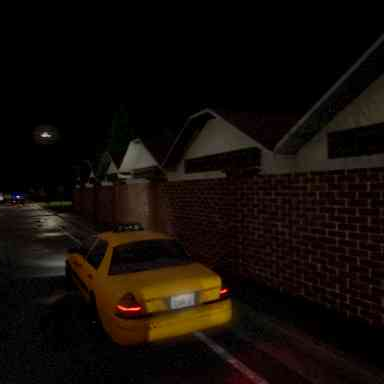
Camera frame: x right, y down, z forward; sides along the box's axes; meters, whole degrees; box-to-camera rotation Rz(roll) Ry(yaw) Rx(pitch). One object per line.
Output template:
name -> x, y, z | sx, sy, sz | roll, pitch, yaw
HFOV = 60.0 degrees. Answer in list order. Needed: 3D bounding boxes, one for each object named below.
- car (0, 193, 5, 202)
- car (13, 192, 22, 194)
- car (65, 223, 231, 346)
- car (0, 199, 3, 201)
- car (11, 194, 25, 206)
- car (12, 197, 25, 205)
car -> -42.379, 1.248, 73.022 | 2.150, 2.045, 5.566 | -2, 1, -28
car -> -34.830, 1.071, 66.354 | 2.150, 2.045, 5.566 | -2, 1, -28
car -> -1.334, 1.395, 6.588 | 1.801, 1.575, 5.366 | -2, 1, -28
car -> -25.828, 1.257, 42.411 | 2.150, 2.045, 5.566 | -2, 1, -28
car -> -27.709, 1.493, 53.117 | 2.033, 1.411, 5.357 | -2, 1, -28
car -> -30.419, 1.544, 58.166 | 1.895, 1.301, 4.718 | -2, 1, -28
